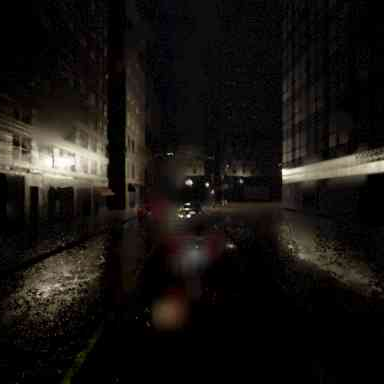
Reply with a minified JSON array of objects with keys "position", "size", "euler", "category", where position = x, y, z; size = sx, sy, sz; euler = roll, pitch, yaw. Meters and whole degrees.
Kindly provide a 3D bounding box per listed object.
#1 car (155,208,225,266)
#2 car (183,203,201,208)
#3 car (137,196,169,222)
[{"position":[0.066,1.539,11.683],"size":[2.128,1.511,4.902],"euler":[0,0,0],"category":"car"},{"position":[0.016,1.665,27.860],"size":[2.033,1.411,5.357],"euler":[0,0,0],"category":"car"},{"position":[-3.176,1.340,28.099],"size":[2.150,2.045,5.566],"euler":[0,0,0],"category":"car"}]
